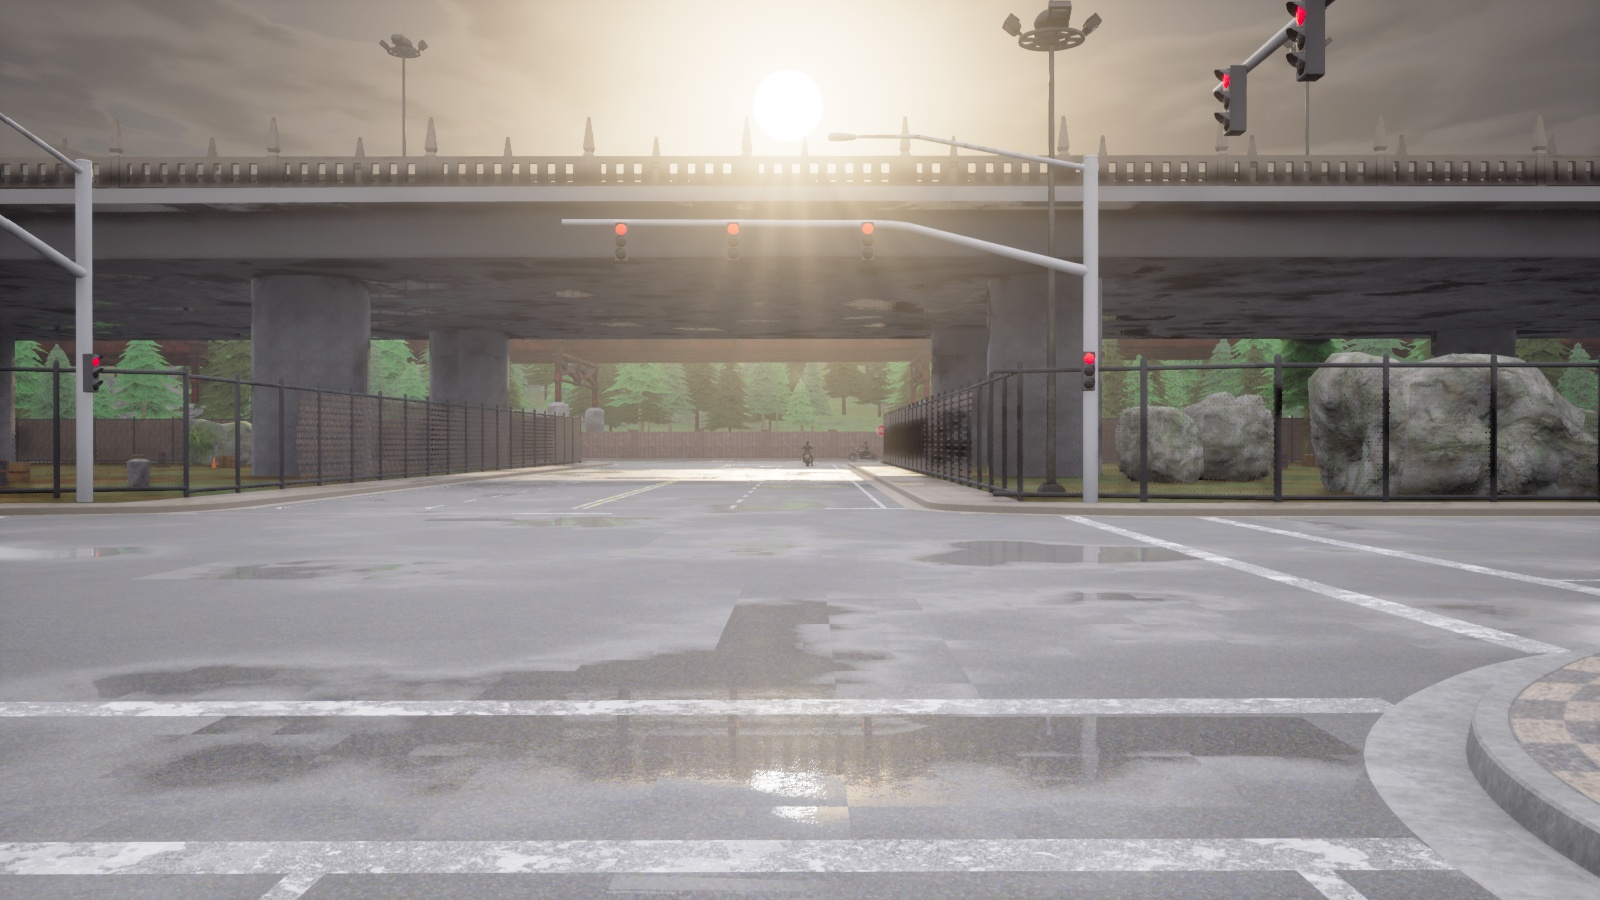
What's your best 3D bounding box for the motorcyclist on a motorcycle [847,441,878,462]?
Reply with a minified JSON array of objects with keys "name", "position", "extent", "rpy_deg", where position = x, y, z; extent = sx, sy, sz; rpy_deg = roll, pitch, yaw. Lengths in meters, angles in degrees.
[{"name":"motorcyclist on a motorcycle","position":[4.907,0.142,98.980],"extent":[2.350,1.649,0.766],"rpy_deg":[0,0,0]}]
